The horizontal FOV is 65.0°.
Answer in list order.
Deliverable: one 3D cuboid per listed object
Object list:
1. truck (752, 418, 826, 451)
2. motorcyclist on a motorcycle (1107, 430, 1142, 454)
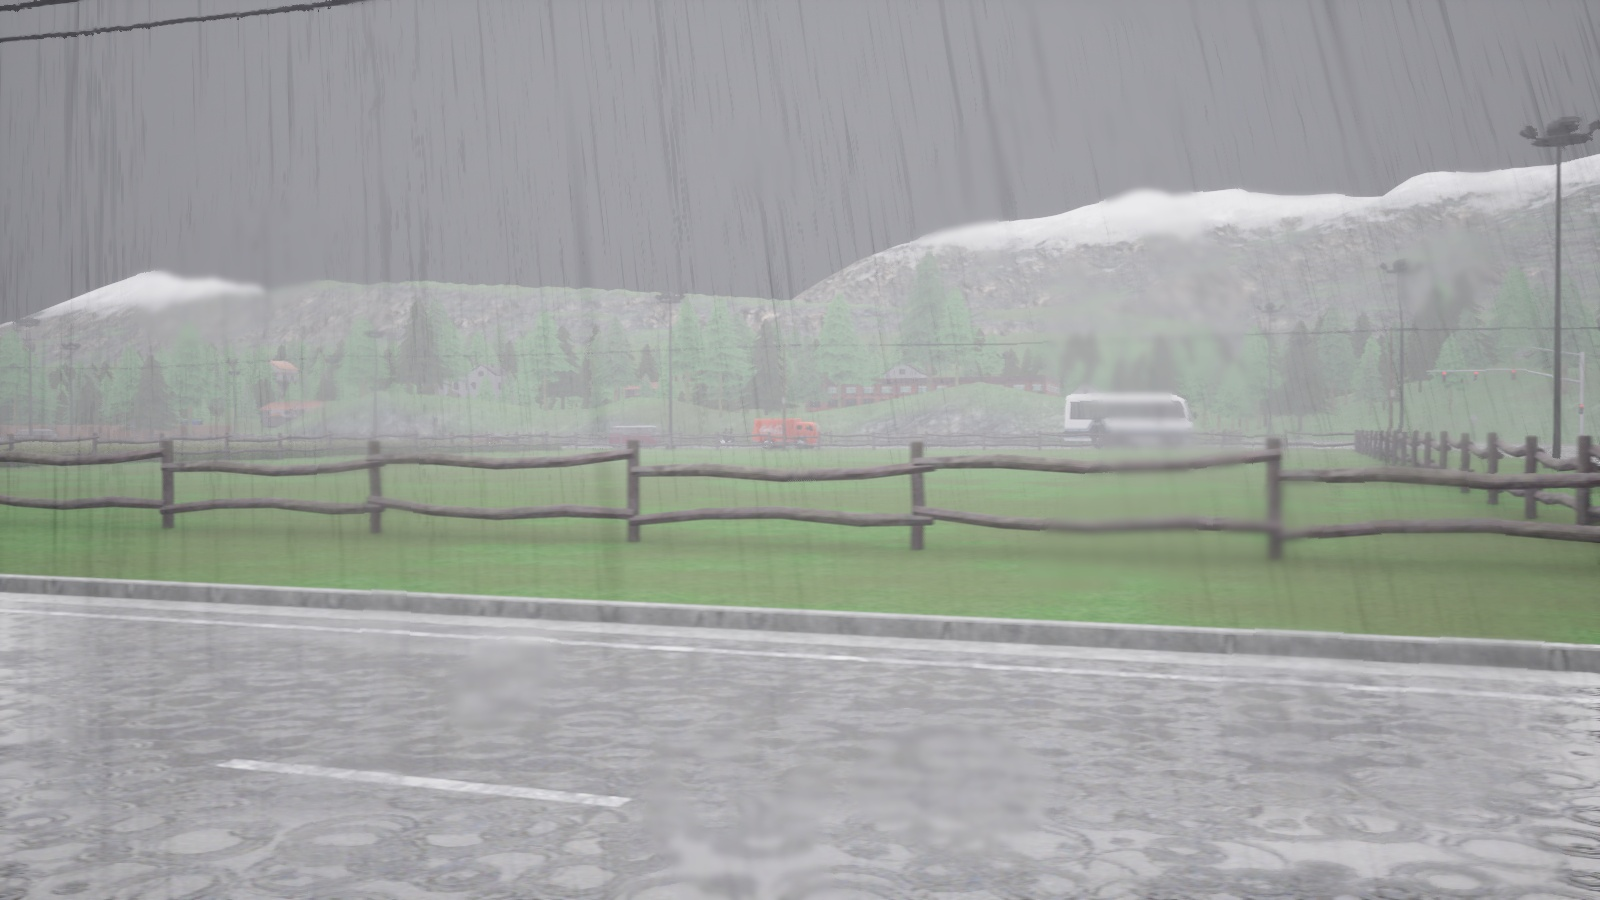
[{"bbox_3d":[-0.837,-1.235,98.154,5.204,2.467,2.627,1,1,18],"label":"truck"},{"bbox_3d":[23.314,-0.579,90.158,2.350,1.649,0.766,1,1,18],"label":"motorcyclist on a motorcycle"}]
